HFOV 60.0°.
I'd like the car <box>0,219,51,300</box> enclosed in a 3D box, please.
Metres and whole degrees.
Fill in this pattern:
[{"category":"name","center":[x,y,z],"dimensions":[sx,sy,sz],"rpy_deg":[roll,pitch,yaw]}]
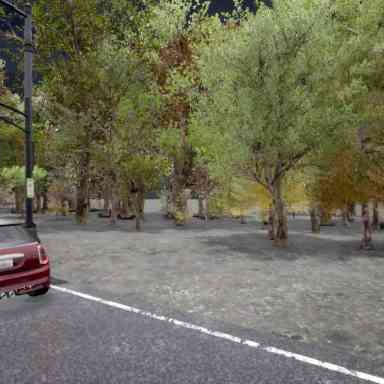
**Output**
[{"category":"car","center":[-5.196,1.350,7.379],"dimensions":[4.553,1.767,2.097],"rpy_deg":[0,1,35]}]
